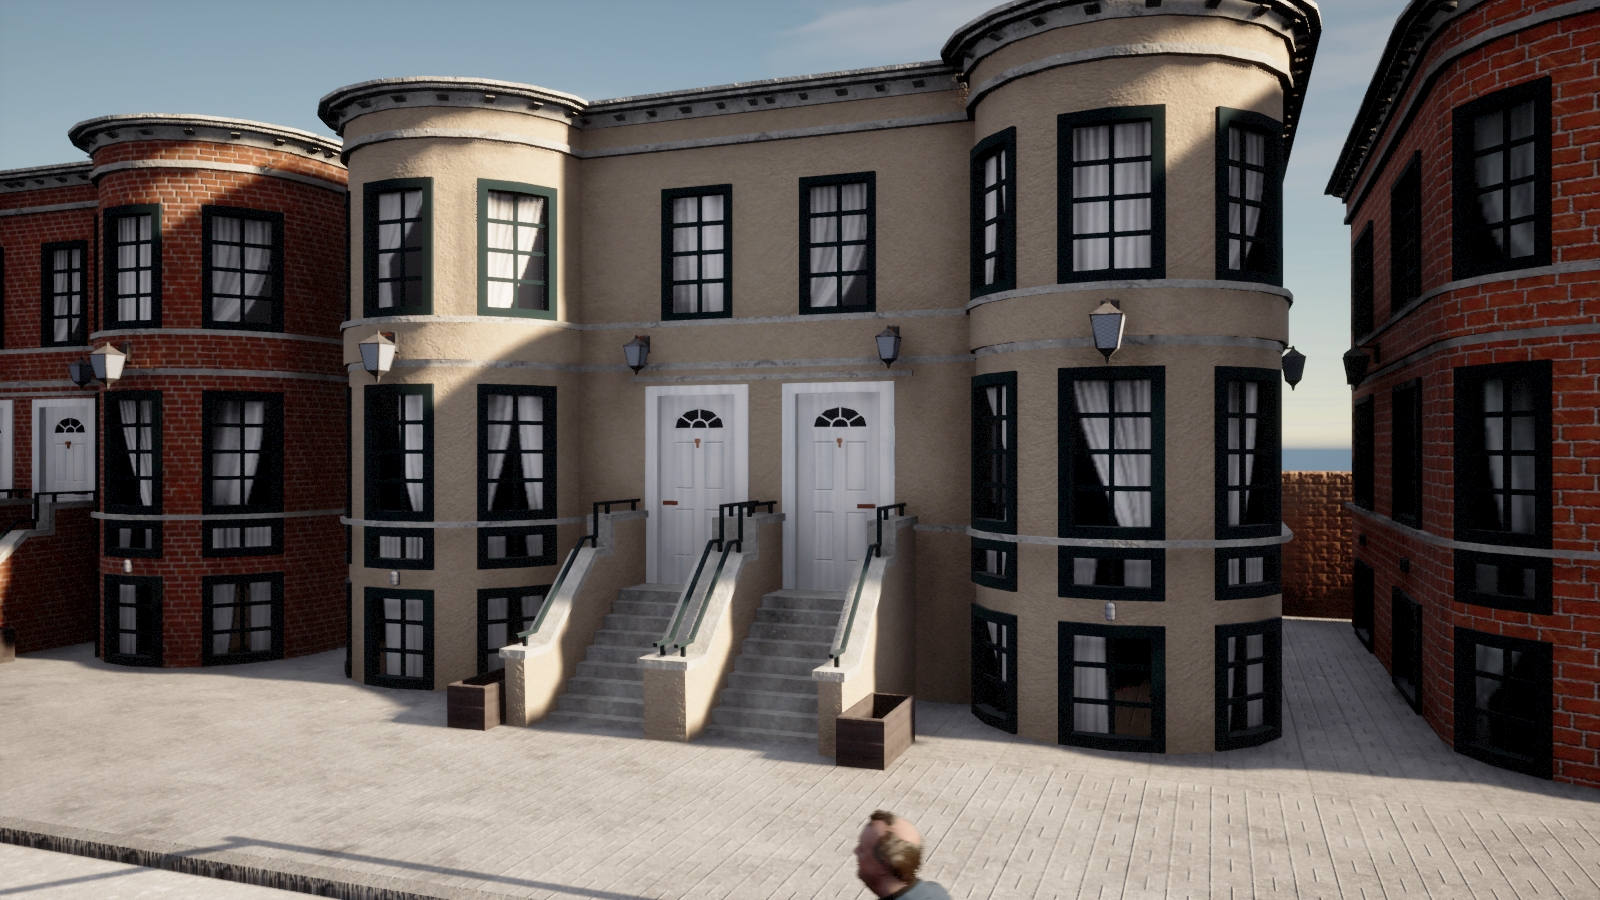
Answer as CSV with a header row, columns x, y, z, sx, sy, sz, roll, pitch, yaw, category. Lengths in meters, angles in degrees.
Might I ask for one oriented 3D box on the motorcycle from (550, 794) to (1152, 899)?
x,y,z,sx,sy,sz,roll,pitch,yaw,category
0.193,1.963,3.762,1.805,1.236,0.856,0,0,20,motorcycle
